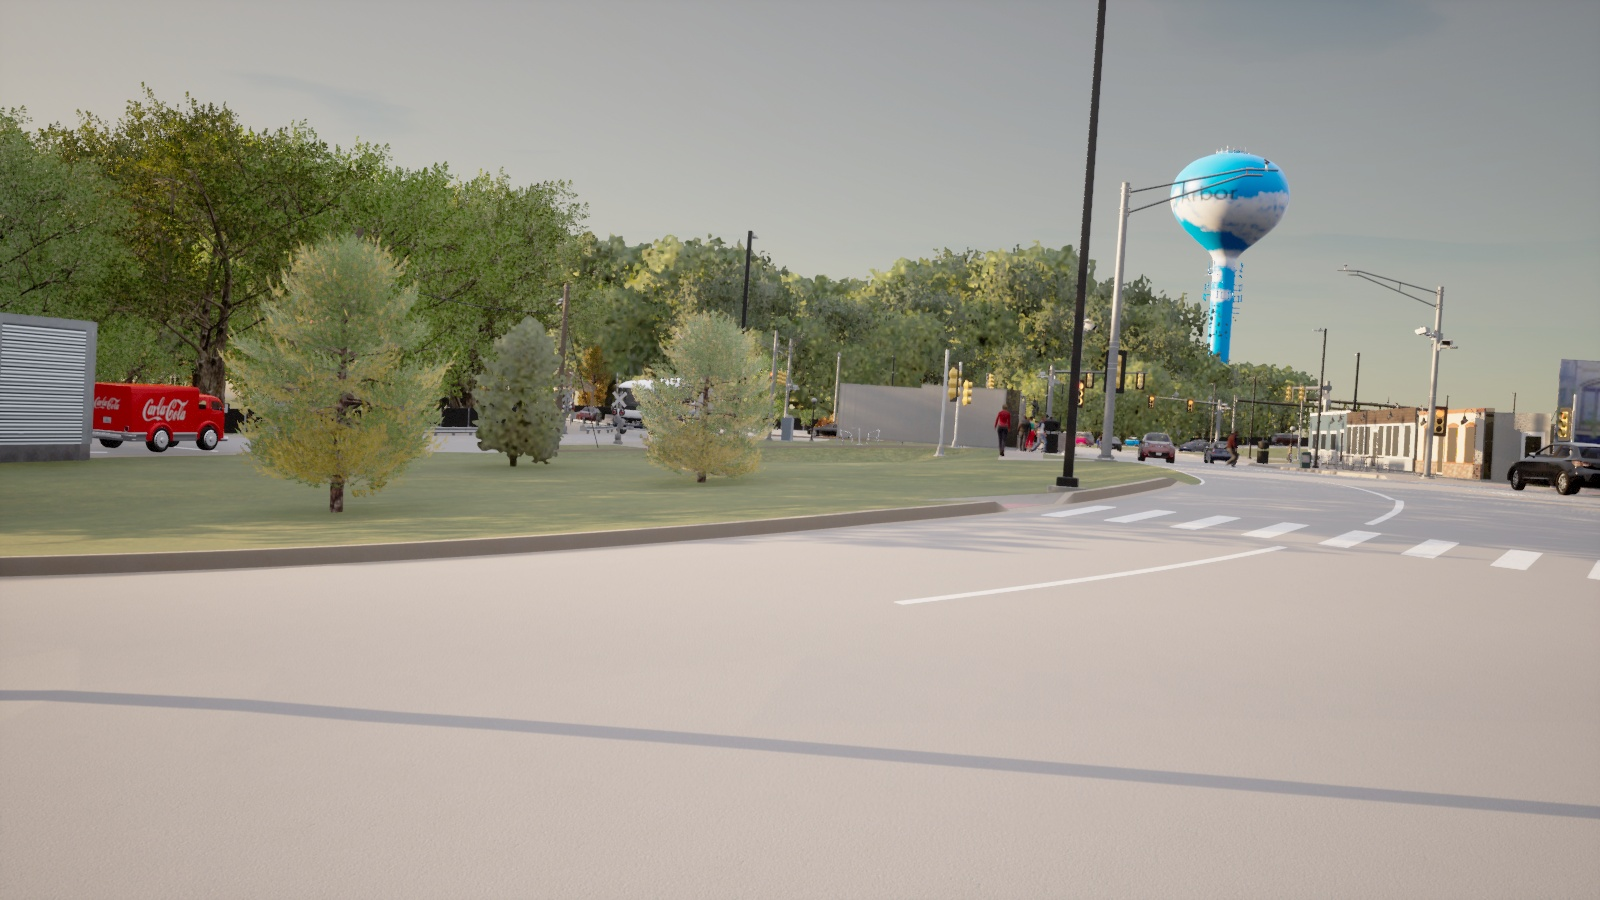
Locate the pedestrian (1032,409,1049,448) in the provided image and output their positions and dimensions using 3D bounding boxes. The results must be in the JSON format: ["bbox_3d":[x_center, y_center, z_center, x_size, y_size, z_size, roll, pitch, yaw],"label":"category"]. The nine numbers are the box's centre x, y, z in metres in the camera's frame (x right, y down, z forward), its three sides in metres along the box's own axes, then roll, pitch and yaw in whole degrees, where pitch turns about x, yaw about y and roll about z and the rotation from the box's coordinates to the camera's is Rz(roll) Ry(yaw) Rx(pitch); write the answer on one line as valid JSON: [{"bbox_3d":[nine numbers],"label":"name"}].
[{"bbox_3d":[11.415,-1.032,59.677,0.706,1.836,0.354,3,1,10],"label":"pedestrian"}]

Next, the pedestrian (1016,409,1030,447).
[{"bbox_3d":[11.138,-1.099,62.630,0.563,1.883,0.849,3,1,12],"label":"pedestrian"}]

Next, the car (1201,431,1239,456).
[{"bbox_3d":[29.574,-0.481,88.506,1.851,1.617,3.988,3,1,10],"label":"car"}]

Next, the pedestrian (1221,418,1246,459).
[{"bbox_3d":[19.885,-0.539,57.594,0.899,1.844,0.634,3,1,12],"label":"pedestrian"}]

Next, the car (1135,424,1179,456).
[{"bbox_3d":[18.010,-0.489,63.415,1.845,1.501,3.633,3,1,12],"label":"car"}]

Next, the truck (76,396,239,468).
[{"bbox_3d":[-24.369,-0.721,47.871,2.627,2.467,5.204,3,2,16],"label":"truck"}]

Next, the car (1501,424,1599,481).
[{"bbox_3d":[21.666,0.061,35.354,1.816,1.474,4.193,3,1,6],"label":"car"}]

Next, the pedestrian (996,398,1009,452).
[{"bbox_3d":[6.987,-0.865,43.339,0.331,1.846,0.636,3,1,10],"label":"pedestrian"}]
